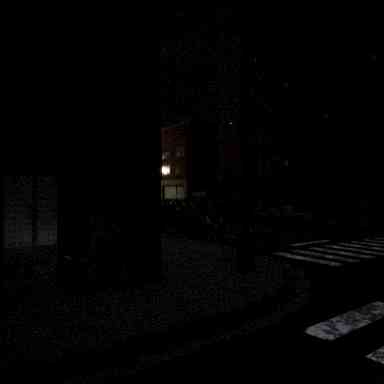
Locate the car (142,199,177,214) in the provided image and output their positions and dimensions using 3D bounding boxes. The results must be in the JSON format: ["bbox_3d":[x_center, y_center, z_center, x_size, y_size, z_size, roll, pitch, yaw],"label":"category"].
[{"bbox_3d":[-3.643,1.530,36.417,1.887,1.381,4.507,0,0,-35],"label":"car"}]

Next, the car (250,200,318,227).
[{"bbox_3d":[6.129,1.529,22.669,1.752,1.417,4.829,0,0,-35],"label":"car"}]

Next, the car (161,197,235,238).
[{"bbox_3d":[-0.317,1.285,17.889,2.192,1.841,5.009,0,0,-35],"label":"car"}]

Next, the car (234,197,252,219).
[{"bbox_3d":[2.939,1.313,27.160,2.192,1.841,5.009,0,0,-35],"label":"car"}]
